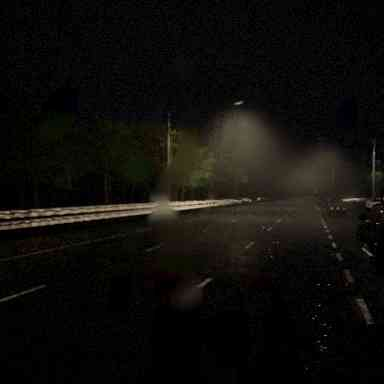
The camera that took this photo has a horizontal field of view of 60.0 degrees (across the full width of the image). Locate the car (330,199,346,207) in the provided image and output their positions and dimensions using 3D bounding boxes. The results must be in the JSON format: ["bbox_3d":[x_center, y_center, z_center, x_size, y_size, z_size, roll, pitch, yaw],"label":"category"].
[{"bbox_3d":[27.898,2.127,63.634,2.033,1.411,5.357,0,0,32],"label":"car"}]

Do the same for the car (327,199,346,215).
[{"bbox_3d":[16.883,1.900,38.931,2.033,1.411,5.357,0,0,20],"label":"car"}]

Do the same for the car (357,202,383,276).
[{"bbox_3d":[6.656,1.337,10.420,2.150,2.045,5.566,0,0,20],"label":"car"}]
